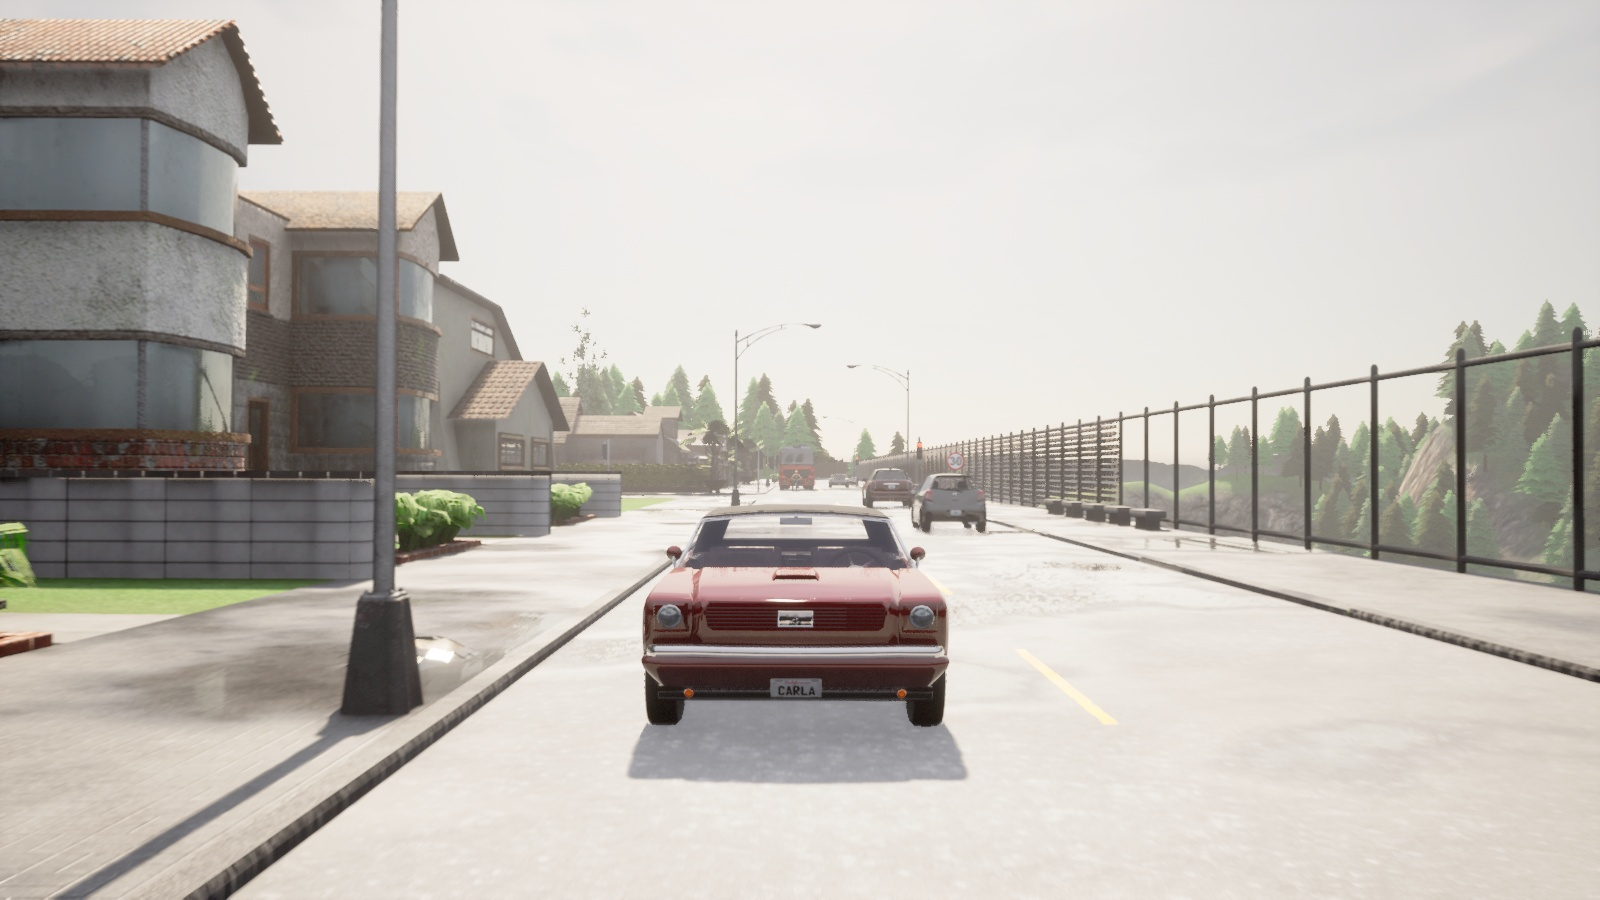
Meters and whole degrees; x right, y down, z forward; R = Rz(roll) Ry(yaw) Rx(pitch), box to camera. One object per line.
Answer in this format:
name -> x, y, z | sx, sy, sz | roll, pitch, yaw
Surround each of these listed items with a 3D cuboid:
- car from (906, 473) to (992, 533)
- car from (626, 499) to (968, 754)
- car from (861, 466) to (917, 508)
car -> 3.919, 1.375, 33.564 | 1.845, 1.501, 3.633 | 0, -1, 0
car -> -0.022, 1.071, 9.335 | 1.895, 1.301, 4.718 | 0, -1, 0
car -> 3.866, 1.582, 55.234 | 2.097, 1.767, 4.553 | 0, -1, 0
